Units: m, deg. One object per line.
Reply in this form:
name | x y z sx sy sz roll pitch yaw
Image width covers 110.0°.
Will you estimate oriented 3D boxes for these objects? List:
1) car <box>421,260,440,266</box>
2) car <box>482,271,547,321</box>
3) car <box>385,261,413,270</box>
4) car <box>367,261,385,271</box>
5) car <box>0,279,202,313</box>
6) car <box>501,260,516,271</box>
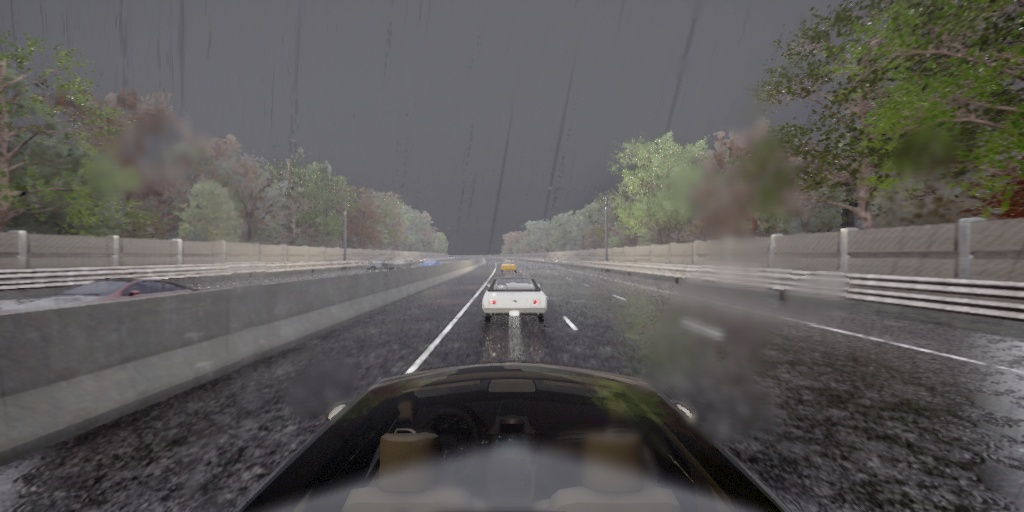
car | -11.235 1.243 49.657 1.882 1.535 5.008 0 0 -1
car | 0.061 1.355 12.479 1.895 1.301 4.718 0 0 0
car | -14.683 1.312 47.772 2.033 1.411 5.357 0 0 -1
car | -18.213 1.328 48.986 1.994 1.385 4.181 0 0 -1
car | -10.626 1.319 9.683 1.994 1.385 4.181 0 0 0
car | -0.431 1.222 44.900 1.801 1.575 5.366 0 0 -1
